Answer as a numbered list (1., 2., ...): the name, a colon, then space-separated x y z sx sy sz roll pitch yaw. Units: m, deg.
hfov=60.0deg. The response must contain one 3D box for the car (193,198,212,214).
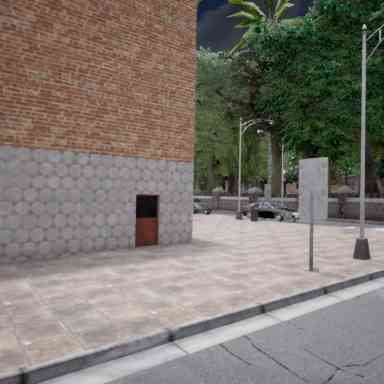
1. car: 0.042 1.335 33.758 2.097 1.767 4.553 2 -1 -36

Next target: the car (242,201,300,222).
1. car: 5.977 1.480 25.543 2.128 1.511 4.902 2 -1 -36
